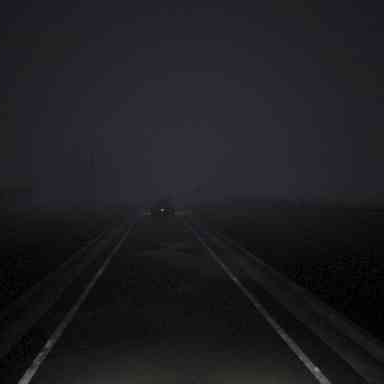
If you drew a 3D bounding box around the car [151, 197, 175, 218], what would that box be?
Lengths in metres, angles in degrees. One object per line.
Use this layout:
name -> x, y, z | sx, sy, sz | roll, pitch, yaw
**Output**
car -> -2.497, 1.397, 28.563 | 1.994, 1.385, 4.181 | 0, 0, -4
